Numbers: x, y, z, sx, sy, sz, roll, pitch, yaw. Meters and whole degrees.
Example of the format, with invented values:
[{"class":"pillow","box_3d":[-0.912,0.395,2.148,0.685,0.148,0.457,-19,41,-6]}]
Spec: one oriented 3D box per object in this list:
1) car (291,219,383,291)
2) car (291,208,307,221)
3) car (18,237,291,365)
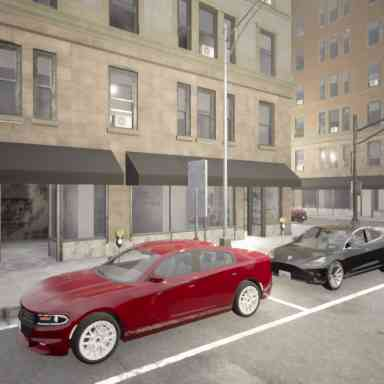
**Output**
[{"class":"car","box_3d":[3.932,1.566,9.071,4.313,1.339,1.947,0,0,-36]},{"class":"car","box_3d":[6.491,1.546,25.747,1.882,1.535,5.008,0,0,-36]},{"class":"car","box_3d":[-0.525,1.545,5.830,4.507,1.381,1.887,0,0,-36]}]
